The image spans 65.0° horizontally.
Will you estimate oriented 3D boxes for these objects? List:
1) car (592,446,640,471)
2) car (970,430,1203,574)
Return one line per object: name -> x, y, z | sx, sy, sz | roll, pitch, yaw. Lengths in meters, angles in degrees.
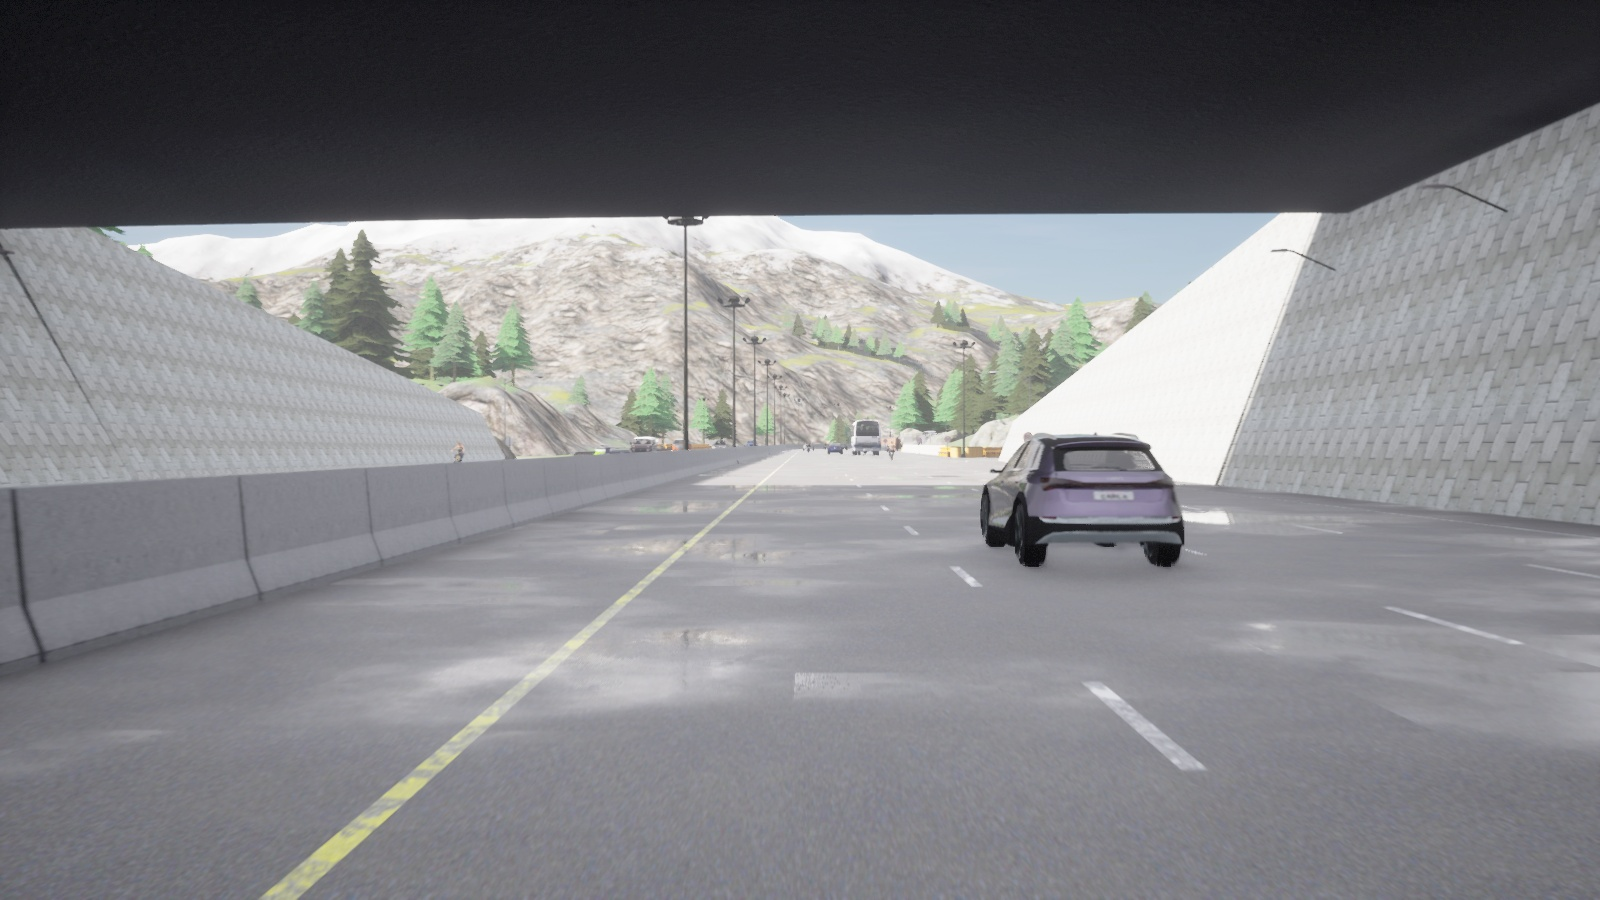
car -> -10.044, 0.451, 68.774 | 1.895, 1.301, 4.718 | 0, 0, 0
car -> 3.611, 0.585, 16.815 | 2.033, 1.649, 4.856 | 0, 0, 0
